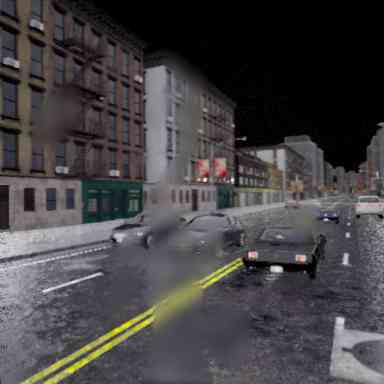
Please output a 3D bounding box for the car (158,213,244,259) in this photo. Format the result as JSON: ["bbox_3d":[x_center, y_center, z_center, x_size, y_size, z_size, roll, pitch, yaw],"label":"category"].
[{"bbox_3d":[0.770,1.666,13.585,1.837,1.490,4.892,-1,-1,26],"label":"car"}]

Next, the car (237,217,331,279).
[{"bbox_3d":[3.125,1.694,10.510,1.895,1.301,4.718,-1,-1,26],"label":"car"}]

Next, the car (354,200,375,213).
[{"bbox_3d":[21.306,1.786,41.225,2.033,1.411,5.357,-1,-1,26],"label":"car"}]

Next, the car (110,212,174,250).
[{"bbox_3d":[-1.845,1.712,15.656,2.128,1.511,4.902,-1,-1,26],"label":"car"}]

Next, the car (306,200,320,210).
[{"bbox_3d":[18.621,1.919,50.877,1.812,1.442,4.674,-1,-1,26],"label":"car"}]

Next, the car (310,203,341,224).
[{"bbox_3d":[11.035,1.795,27.044,1.895,1.301,4.718,-1,-1,26],"label":"car"}]

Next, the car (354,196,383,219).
[{"bbox_3d":[16.733,1.398,31.501,2.150,2.045,5.566,-1,-1,26],"label":"car"}]

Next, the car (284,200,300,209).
[{"bbox_3d":[15.917,1.977,52.752,1.812,1.442,4.674,-1,-1,26],"label":"car"}]
